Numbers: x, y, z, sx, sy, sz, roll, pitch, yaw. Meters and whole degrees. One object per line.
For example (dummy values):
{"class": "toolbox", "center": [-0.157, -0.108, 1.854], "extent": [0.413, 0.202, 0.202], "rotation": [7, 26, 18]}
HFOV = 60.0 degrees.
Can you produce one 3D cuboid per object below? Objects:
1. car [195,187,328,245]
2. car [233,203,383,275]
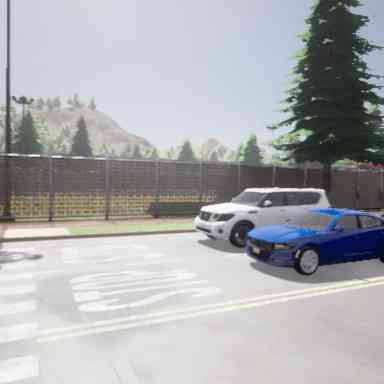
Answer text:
{"class": "car", "center": [2.895, 0.845, 12.893], "extent": [5.566, 2.045, 2.150], "rotation": [0, 2, -25]}
{"class": "car", "center": [3.916, 1.230, 9.519], "extent": [5.008, 1.535, 1.882], "rotation": [0, 2, -25]}
